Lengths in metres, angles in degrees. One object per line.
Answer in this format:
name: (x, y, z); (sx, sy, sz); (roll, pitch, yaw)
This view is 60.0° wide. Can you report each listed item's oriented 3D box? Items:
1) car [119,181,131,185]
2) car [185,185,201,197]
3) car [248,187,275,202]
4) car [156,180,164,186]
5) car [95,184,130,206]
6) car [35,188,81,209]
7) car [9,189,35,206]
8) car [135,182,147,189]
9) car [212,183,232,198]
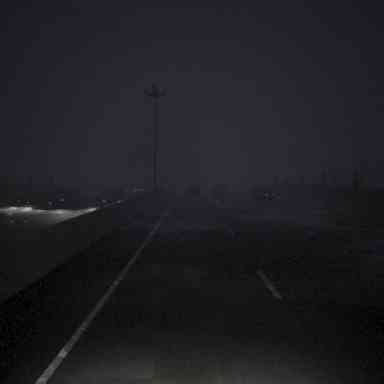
car: (-13.989, -1.520, 69.653); (1.837, 1.490, 4.892); (0, 1, 0)
car: (0.105, -0.201, 41.559); (1.882, 1.535, 5.008); (0, 3, 0)
car: (7.102, 0.209, 34.146); (2.033, 1.411, 5.357); (0, 3, 0)
car: (-6.989, -1.800, 70.078); (2.097, 1.767, 4.553); (0, 0, 0)
car: (-7.092, 0.374, 29.278); (2.128, 1.511, 4.902); (0, 3, 0)
car: (-10.594, 0.481, 27.217); (1.837, 1.490, 4.892); (0, 3, 0)
car: (-14.092, 0.457, 29.047); (1.994, 1.385, 4.181); (0, 3, 0)
car: (-10.489, -1.366, 67.993); (1.882, 1.535, 5.008); (0, 2, 0)
car: (3.604, -0.292, 40.797); (2.097, 1.767, 4.553); (0, 3, 0)
